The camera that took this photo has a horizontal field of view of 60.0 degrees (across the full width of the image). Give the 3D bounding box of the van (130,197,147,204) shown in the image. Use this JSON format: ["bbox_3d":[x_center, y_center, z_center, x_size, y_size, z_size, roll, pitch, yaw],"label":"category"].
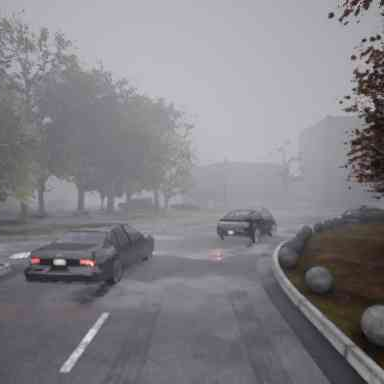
[{"bbox_3d":[-15.020,2.302,92.831,4.442,1.987,1.878,0,0,-15],"label":"van"}]

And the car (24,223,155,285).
[{"bbox_3d":[-2.553,1.610,9.758,2.033,1.411,5.357,0,-1,8],"label":"car"}]

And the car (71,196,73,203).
[{"bbox_3d":[-33.410,2.411,84.017,5.008,1.535,2.097,0,0,-15],"label":"car"}]

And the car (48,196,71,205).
[{"bbox_3d":[-32.658,2.271,81.359,4.553,1.767,2.185,0,0,-15],"label":"car"}]

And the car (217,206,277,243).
[{"bbox_3d":[2.960,1.656,17.259,2.128,1.511,4.902,-1,-1,29],"label":"car"}]

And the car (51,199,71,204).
[{"bbox_3d":[-34.118,2.462,86.680,4.674,1.452,2.002,0,0,-15],"label":"car"}]

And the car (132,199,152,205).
[{"bbox_3d":[-12.777,2.509,84.793,4.792,1.488,2.163,0,0,-15],"label":"car"}]

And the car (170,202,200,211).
[{"bbox_3d":[-1.174,2.293,53.139,4.718,1.301,1.895,-1,-1,36],"label":"car"}]

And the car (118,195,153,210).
[{"bbox_3d":[-8.946,1.906,52.854,5.566,2.045,2.150,0,-1,16],"label":"car"}]

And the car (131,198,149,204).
[{"bbox_3d":[-14.125,2.389,90.060,4.553,1.767,2.185,0,0,-15],"label":"car"}]

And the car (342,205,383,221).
[{"bbox_3d":[15.691,1.837,29.985,4.181,1.385,1.994,-1,-1,-20],"label":"car"}]

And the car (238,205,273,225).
[{"bbox_3d":[5.547,1.877,28.316,2.033,1.411,5.357,0,-1,21],"label":"car"}]
